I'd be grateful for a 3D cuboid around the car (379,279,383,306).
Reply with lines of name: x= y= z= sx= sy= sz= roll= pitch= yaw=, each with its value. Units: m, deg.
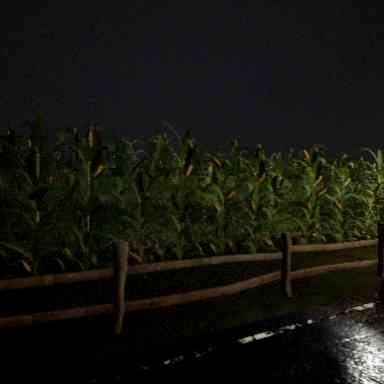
car: x=5.609 y=1.583 z=6.398 sx=4.674 sy=1.442 sz=1.812 roll=1 pitch=0 yaw=-31
